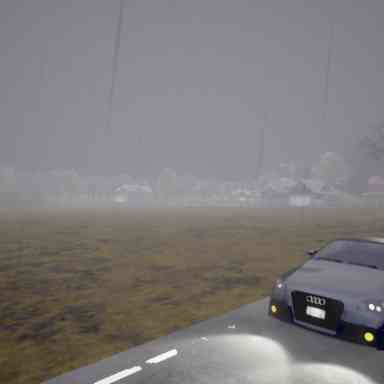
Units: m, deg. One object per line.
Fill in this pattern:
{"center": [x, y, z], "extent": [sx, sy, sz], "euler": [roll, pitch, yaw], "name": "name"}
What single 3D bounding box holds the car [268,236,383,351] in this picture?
{"center": [3.241, 1.569, 6.204], "extent": [4.181, 1.385, 1.994], "euler": [0, 0, -43], "name": "car"}
